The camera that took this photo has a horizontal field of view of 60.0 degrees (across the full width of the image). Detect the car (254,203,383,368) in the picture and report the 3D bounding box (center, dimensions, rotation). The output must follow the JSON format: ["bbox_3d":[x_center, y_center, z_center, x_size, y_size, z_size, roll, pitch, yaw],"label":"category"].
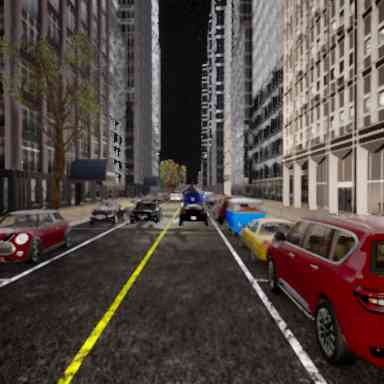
[{"bbox_3d":[2.687,1.280,5.705,2.192,1.841,5.009,0,0,0],"label":"car"}]

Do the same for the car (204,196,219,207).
[{"bbox_3d":[2.687,1.277,45.596,1.802,1.307,4.206,0,0,0],"label":"car"}]

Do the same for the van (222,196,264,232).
[{"bbox_3d":[2.687,1.233,17.101,1.690,1.788,3.998,0,0,0],"label":"van"}]

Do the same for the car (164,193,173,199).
[{"bbox_3d":[-5.695,0.969,79.786,1.887,1.381,4.507,0,0,0],"label":"car"}]

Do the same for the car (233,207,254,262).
[{"bbox_3d":[2.687,1.453,11.574,1.752,1.417,4.829,0,0,0],"label":"car"}]

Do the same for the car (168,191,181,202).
[{"bbox_3d":[-3.023,0.779,63.459,2.150,2.045,5.566,0,0,1],"label":"car"}]

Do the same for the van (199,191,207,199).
[{"bbox_3d":[2.686,0.766,79.784,1.690,1.788,3.998,0,0,0],"label":"van"}]

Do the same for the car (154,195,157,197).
[{"bbox_3d":[-5.694,1.177,39.899,1.967,1.590,4.097,0,0,0],"label":"car"}]

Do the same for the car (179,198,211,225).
[{"bbox_3d":[0.099,1.384,22.337,1.812,1.442,4.674,0,0,0],"label":"car"}]

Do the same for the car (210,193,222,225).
[{"bbox_3d":[2.687,1.170,22.800,2.192,1.841,5.009,0,0,0],"label":"car"}]

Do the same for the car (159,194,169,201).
[{"bbox_3d":[-5.694,1.098,68.390,1.802,1.307,4.206,0,0,0],"label":"car"}]

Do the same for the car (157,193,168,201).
[{"bbox_3d":[-5.694,1.173,56.993,1.947,1.339,4.313,0,0,0],"label":"car"}]

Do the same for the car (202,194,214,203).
[{"bbox_3d":[2.687,1.152,56.992,1.887,1.381,4.507,0,0,0],"label":"car"}]

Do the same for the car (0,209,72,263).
[{"bbox_3d":[-5.693,1.368,11.406,1.967,1.590,4.097,0,0,0],"label":"car"}]

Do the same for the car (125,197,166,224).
[{"bbox_3d":[-3.100,1.358,23.106,1.837,1.490,4.892,0,0,0],"label":"car"}]

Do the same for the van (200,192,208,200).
[{"bbox_3d":[2.686,0.812,74.085,1.690,1.788,3.998,0,0,0],"label":"van"}]

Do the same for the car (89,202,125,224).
[{"bbox_3d":[-5.693,1.406,22.804,2.008,1.369,4.403,0,0,0],"label":"car"}]

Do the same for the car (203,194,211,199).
[{"bbox_3d":[2.687,1.288,39.899,2.008,1.369,4.403,0,0,0],"label":"car"}]

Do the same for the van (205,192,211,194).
[{"bbox_3d":[2.687,0.993,51.293,1.690,1.788,3.998,0,0,0],"label":"van"}]

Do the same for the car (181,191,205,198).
[{"bbox_3d":[0.098,0.959,40.194,2.150,2.045,5.566,0,1,0],"label":"car"}]
